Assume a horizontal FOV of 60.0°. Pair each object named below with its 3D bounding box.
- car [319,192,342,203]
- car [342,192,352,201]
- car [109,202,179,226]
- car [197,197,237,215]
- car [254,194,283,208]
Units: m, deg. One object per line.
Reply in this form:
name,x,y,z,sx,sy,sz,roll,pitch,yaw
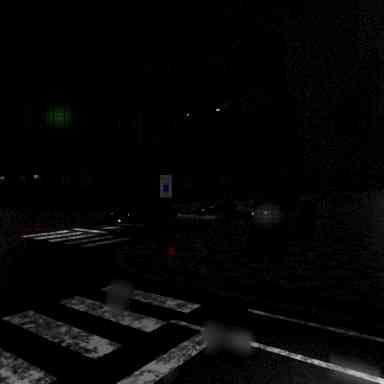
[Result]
car,19.549,0.815,47.447,1.837,1.490,4.892,0,1,36
car,25.433,0.654,55.675,1.882,1.535,5.008,0,1,36
car,-2.998,1.354,21.435,1.895,1.301,4.718,0,1,36
car,2.278,1.158,28.792,1.812,1.442,4.674,0,1,36
car,8.710,0.962,37.770,1.882,1.535,5.008,0,1,36
